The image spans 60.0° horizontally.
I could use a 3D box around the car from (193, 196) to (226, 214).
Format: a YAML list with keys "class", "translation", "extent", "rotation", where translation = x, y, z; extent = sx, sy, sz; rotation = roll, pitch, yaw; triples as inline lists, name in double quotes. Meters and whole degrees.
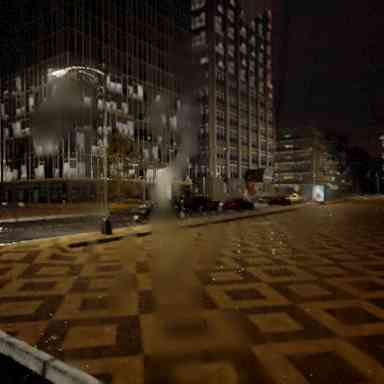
- class: "car"
  translation: [0.813, 1.115, 30.326]
  extent: [1.882, 1.535, 5.008]
  rotation: [-1, 0, 35]

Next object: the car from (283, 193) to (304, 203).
- class: "car"
  translation: [15.951, 0.953, 52.140]
  extent: [1.994, 1.385, 4.181]
  rotation: [-1, 0, 35]

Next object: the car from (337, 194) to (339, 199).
- class: "car"
  translation: [26.423, 0.764, 62.663]
  extent: [1.887, 1.381, 4.507]
  rotation: [0, 0, 35]

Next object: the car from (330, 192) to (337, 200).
- class: "car"
  translation: [23.252, 0.586, 58.094]
  extent: [2.192, 1.841, 5.009]
  rotation: [0, 0, 35]

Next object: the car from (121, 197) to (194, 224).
- class: "car"
  translation: [-2.098, 1.238, 21.555]
  extent: [2.008, 1.369, 4.403]
  rotation: [0, 0, 35]

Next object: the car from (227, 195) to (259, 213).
- class: "car"
  translation: [4.240, 1.164, 30.691]
  extent: [1.802, 1.307, 4.206]
  rotation: [0, 0, 35]

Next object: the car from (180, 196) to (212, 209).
- class: "car"
  translation: [0.525, 1.222, 40.036]
  extent: [1.802, 1.307, 4.206]
  rotation: [0, 0, 35]

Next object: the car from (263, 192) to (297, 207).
- class: "car"
  translation: [10.578, 1.023, 39.826]
  extent: [1.887, 1.381, 4.507]
  rotation: [0, 0, 35]

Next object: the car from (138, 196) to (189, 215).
- class: "car"
  translation: [-2.536, 1.182, 31.092]
  extent: [2.128, 1.511, 4.902]
  rotation: [-1, 0, 35]

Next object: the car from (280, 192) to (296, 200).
- class: "car"
  translation: [19.539, 0.769, 67.441]
  extent: [1.967, 1.590, 4.097]
  rotation: [0, 0, 35]

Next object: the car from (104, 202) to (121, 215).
- class: "car"
  translation: [-5.910, 1.271, 30.760]
  extent: [1.752, 1.417, 4.829]
  rotation: [0, 0, 35]

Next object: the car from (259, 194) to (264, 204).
- class: "car"
  translation: [10.261, 1.046, 49.382]
  extent: [1.994, 1.385, 4.181]
  rotation: [-1, 0, 35]

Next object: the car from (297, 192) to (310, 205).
- class: "car"
  translation: [13.844, 0.950, 44.532]
  extent: [1.752, 1.417, 4.829]
  rotation: [0, 0, 35]

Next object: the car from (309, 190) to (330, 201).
- class: "car"
  translation: [20.083, 0.638, 53.526]
  extent: [2.192, 1.841, 5.009]
  rotation: [0, 0, 35]
